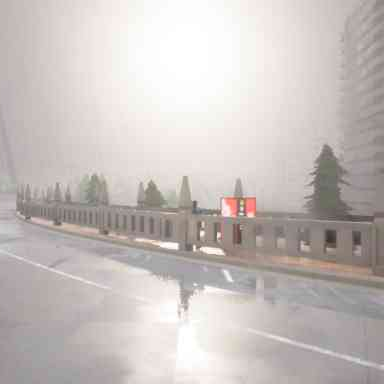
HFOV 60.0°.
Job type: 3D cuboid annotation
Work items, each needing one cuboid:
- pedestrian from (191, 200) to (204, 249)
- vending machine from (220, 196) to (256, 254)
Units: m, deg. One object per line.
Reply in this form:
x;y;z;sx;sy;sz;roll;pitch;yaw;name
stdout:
0.136;1.141;12.074;0.375;1.860;0.375;0;0;41;pedestrian
1.764;1.195;12.652;0.880;2.100;1.100;0;0;41;vending machine
